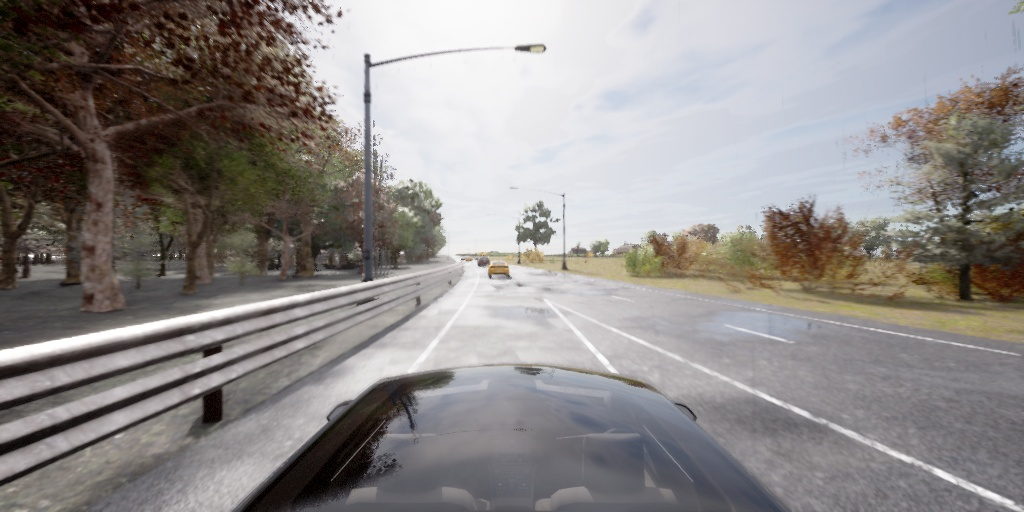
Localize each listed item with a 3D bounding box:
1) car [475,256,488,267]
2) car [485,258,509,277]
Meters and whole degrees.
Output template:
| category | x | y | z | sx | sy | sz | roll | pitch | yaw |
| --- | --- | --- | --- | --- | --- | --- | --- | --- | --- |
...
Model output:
| category | x | y | z | sx | sy | sz | roll | pitch | yaw |
| --- | --- | --- | --- | --- | --- | --- | --- | --- | --- |
| car | -4.950 | 0.929 | 62.359 | 2.097 | 1.767 | 4.553 | 0 | 0 | -9 |
| car | -1.337 | 1.171 | 34.311 | 1.882 | 1.535 | 5.008 | 0 | 0 | -5 |
